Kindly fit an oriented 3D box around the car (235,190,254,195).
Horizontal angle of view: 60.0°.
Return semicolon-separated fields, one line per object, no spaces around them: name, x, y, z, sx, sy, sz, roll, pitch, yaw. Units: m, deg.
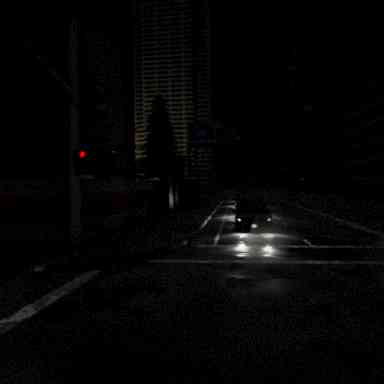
car;4.508;0.842;27.780;1.882;1.535;5.008;-1;1;7

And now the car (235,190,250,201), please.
car;7.285;0.441;48.625;2.033;1.411;5.357;-1;1;8

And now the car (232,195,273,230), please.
car;3.223;1.132;18.016;2.033;1.411;5.357;-1;1;8

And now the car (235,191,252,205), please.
car;5.871;0.636;38.104;1.837;1.490;4.892;-1;1;8
